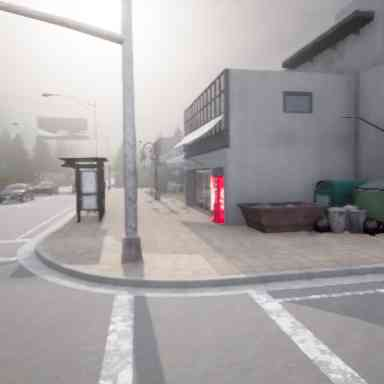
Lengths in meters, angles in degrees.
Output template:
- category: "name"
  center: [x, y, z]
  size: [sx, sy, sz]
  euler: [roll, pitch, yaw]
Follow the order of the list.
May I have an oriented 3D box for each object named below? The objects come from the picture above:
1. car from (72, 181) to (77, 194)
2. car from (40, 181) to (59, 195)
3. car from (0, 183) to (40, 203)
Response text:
- category: "car"
  center: [-13.557, -0.797, 41.309]
  size: [2.097, 1.767, 4.553]
  euler: [-1, 3, -11]
- category: "car"
  center: [-16.592, -0.454, 37.978]
  size: [1.882, 1.535, 5.008]
  euler: [-1, 3, -11]
- category: "car"
  center: [-14.664, 0.073, 28.036]
  size: [1.837, 1.490, 4.892]
  euler: [-1, 3, -11]
